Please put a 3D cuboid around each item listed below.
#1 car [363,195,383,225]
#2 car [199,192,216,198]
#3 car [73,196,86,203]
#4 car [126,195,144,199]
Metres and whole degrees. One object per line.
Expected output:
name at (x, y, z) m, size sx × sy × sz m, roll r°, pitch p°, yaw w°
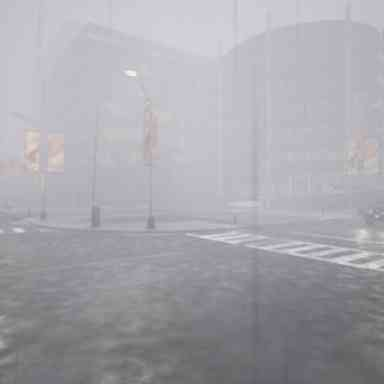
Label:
car at (13.836, 1.173, 22.465) m, size 5.566 × 2.045 × 2.150 m, roll 0°, pitch 0°, yaw -36°
car at (3.847, 0.928, 78.827) m, size 2.435 × 2.045 × 5.566 m, roll 0°, pitch 0°, yaw -36°
car at (-20.318, 1.372, 60.878) m, size 2.161 × 1.482 × 4.786 m, roll 0°, pitch 0°, yaw -36°
car at (-9.841, 1.271, 53.396) m, size 2.002 × 1.452 × 4.674 m, roll 0°, pitch 0°, yaw -36°
